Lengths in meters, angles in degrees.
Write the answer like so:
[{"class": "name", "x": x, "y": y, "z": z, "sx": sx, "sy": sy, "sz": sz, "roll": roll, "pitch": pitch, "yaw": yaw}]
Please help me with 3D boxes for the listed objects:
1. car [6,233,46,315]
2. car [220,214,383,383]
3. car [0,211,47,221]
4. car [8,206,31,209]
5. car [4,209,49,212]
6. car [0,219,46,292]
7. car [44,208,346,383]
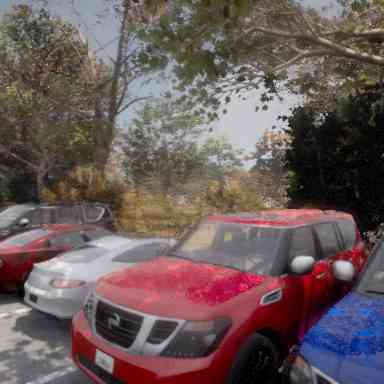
[{"class": "car", "x": -1.085, "y": 1.637, "z": 7.226, "sx": 2.002, "sy": 1.452, "sz": 4.674, "roll": 0, "pitch": -1, "yaw": 43}, {"class": "car", "x": 2.989, "y": 1.328, "z": 3.430, "sx": 2.435, "sy": 2.045, "sz": 5.566, "roll": 0, "pitch": -1, "yaw": 43}, {"class": "car", "x": -7.107, "y": 1.667, "z": 12.837, "sx": 2.163, "sy": 1.488, "sz": 4.792, "roll": 0, "pitch": -1, "yaw": 43}, {"class": "car", "x": -11.219, "y": 1.671, "z": 16.594, "sx": 2.097, "sy": 1.535, "sz": 5.008, "roll": 0, "pitch": -1, "yaw": 43}, {"class": "car", "x": -9.191, "y": 1.683, "z": 14.685, "sx": 2.163, "sy": 1.488, "sz": 4.792, "roll": 0, "pitch": -1, "yaw": 43}, {"class": "car", "x": -3.040, "y": 1.609, "z": 9.031, "sx": 2.097, "sy": 1.535, "sz": 5.008, "roll": 0, "pitch": -1, "yaw": 43}, {"class": "car", "x": 1.034, "y": 1.335, "z": 5.237, "sx": 2.435, "sy": 2.045, "sz": 5.566, "roll": 0, "pitch": -1, "yaw": 43}]
